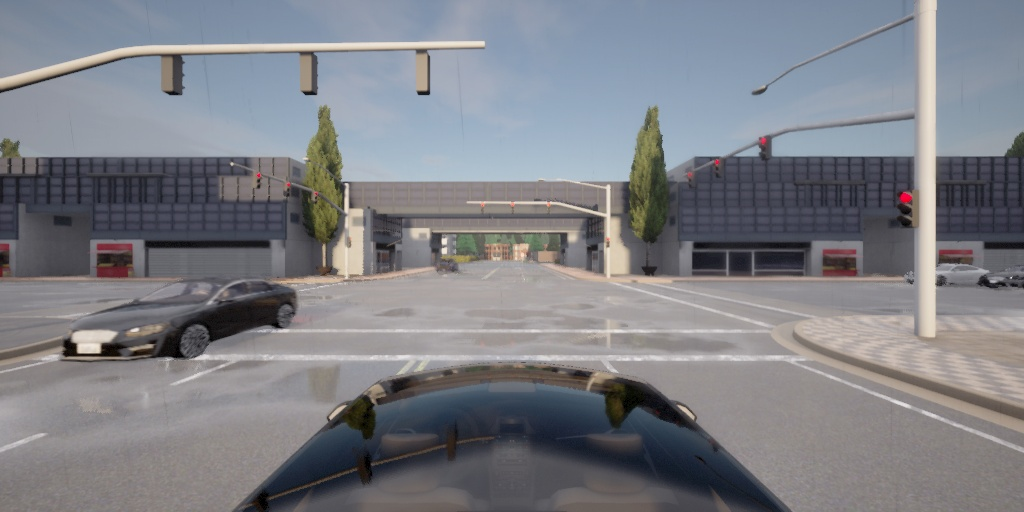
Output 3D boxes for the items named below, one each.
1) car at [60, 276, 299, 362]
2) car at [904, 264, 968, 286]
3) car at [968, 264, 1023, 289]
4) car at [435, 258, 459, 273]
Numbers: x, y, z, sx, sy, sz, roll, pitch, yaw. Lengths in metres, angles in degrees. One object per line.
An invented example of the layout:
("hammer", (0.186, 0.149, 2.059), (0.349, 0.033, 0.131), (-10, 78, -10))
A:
("car", (-7.072, 1.264, 8.411), (2.128, 1.511, 4.902), (0, 0, -1))
("car", (29.477, 1.264, 24.233), (4.674, 1.442, 1.812), (0, 0, 0))
("car", (30.364, 1.231, 20.744), (4.902, 1.511, 2.128), (0, 0, 0))
("car", (-7.614, 1.028, 42.410), (2.097, 1.767, 4.553), (0, 0, 0))
